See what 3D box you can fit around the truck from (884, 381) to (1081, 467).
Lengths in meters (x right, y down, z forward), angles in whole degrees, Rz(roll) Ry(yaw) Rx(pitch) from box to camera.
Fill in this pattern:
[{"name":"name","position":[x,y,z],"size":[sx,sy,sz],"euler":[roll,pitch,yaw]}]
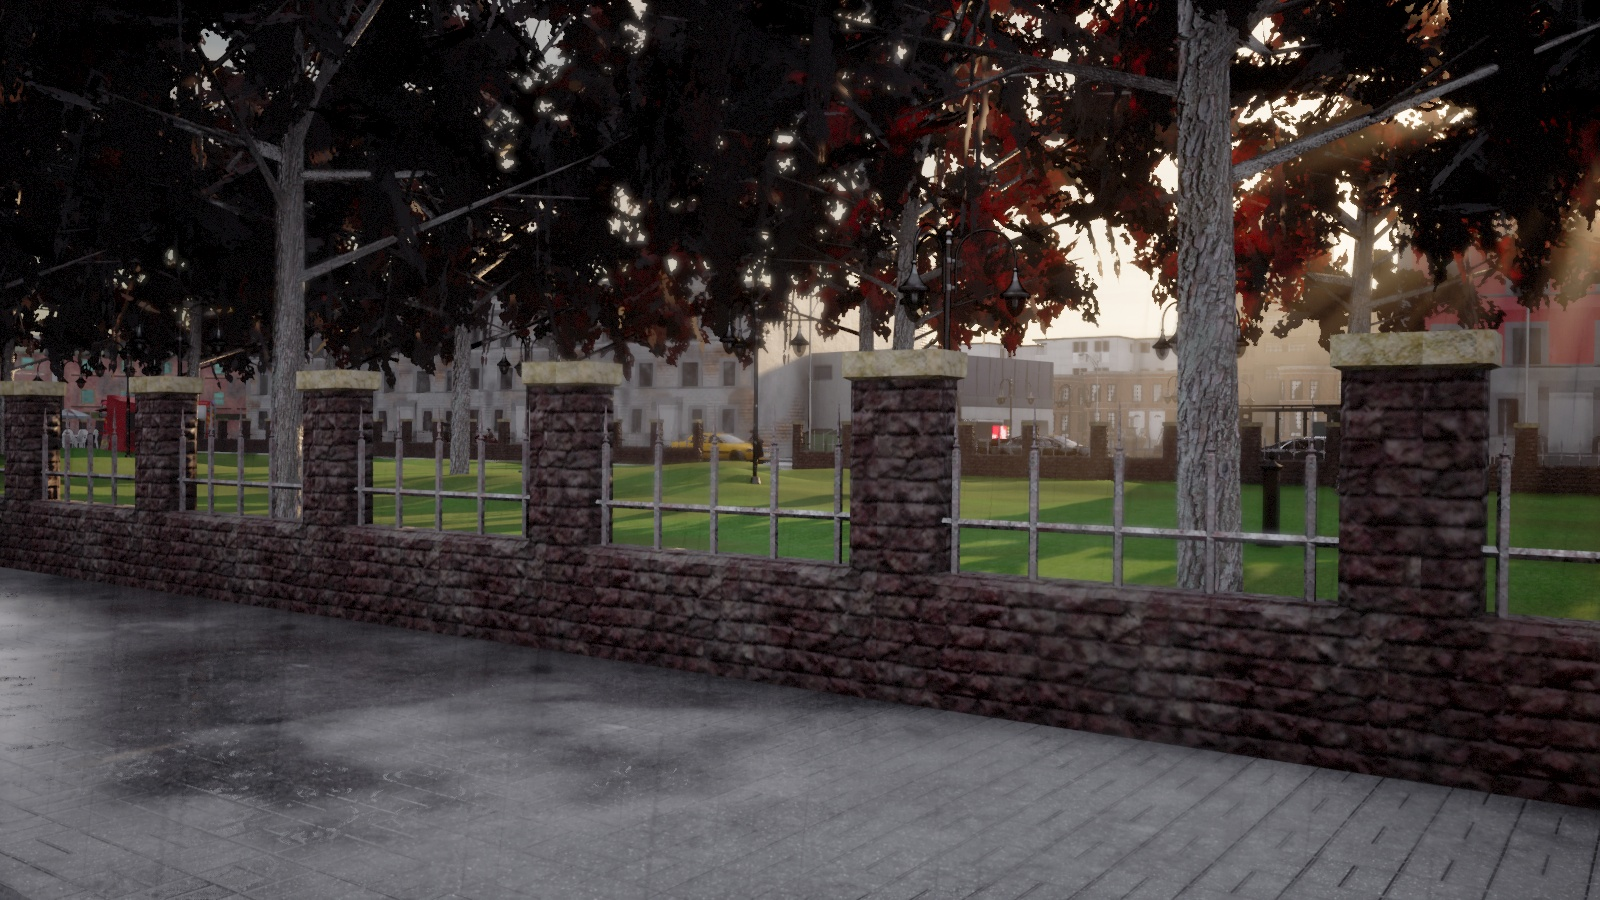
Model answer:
[{"name":"truck","position":[7.777,-1.062,54.140],"size":[7.936,3.462,2.891],"euler":[0,1,35]}]

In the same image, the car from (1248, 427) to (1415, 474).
[{"name":"car","position":[17.818,-0.002,42.210],"size":[4.892,1.490,1.837],"euler":[0,1,35]}]

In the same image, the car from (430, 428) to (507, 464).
[{"name":"car","position":[-17.764,-0.231,67.206],"size":[3.866,1.878,1.905],"euler":[0,1,35]}]

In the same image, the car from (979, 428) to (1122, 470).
[{"name":"car","position":[9.552,-0.055,48.023],"size":[4.902,1.511,2.128],"euler":[0,1,35]}]

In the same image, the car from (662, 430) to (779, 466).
[{"name":"car","position":[-3.686,-0.080,57.332],"size":[5.366,1.575,1.801],"euler":[0,1,35]}]

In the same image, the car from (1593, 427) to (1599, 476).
[{"name":"car","position":[25.908,0.024,36.535],"size":[4.674,1.442,1.812],"euler":[0,1,36]}]
